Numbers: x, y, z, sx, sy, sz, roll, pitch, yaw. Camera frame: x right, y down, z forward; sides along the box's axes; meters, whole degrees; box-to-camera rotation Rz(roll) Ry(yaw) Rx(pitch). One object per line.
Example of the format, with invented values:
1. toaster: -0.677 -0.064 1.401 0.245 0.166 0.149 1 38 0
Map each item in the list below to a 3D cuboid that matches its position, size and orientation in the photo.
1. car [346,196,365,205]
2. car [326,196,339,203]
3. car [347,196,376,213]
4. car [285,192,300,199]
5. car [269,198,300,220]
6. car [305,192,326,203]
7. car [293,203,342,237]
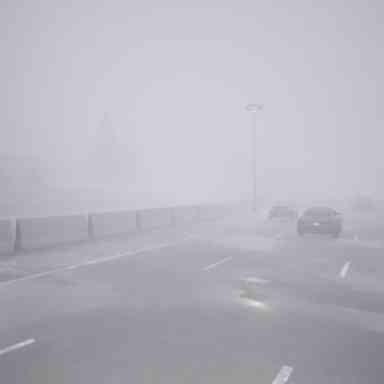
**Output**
1. car: 28.206 1.431 57.438 1.994 1.385 4.181 0 0 12
2. car: 25.175 1.427 60.014 1.994 1.385 4.181 0 0 11
3. car: 18.658 1.270 36.431 2.097 1.767 4.553 0 0 19
4. car: 18.389 1.083 60.961 2.150 2.045 5.566 0 0 10
5. car: 7.534 1.465 27.323 1.812 1.442 4.674 0 0 23
6. car: 21.536 1.086 58.924 2.150 2.045 5.566 0 0 11
7. car: 6.929 1.523 17.875 1.994 1.385 4.181 0 0 26
